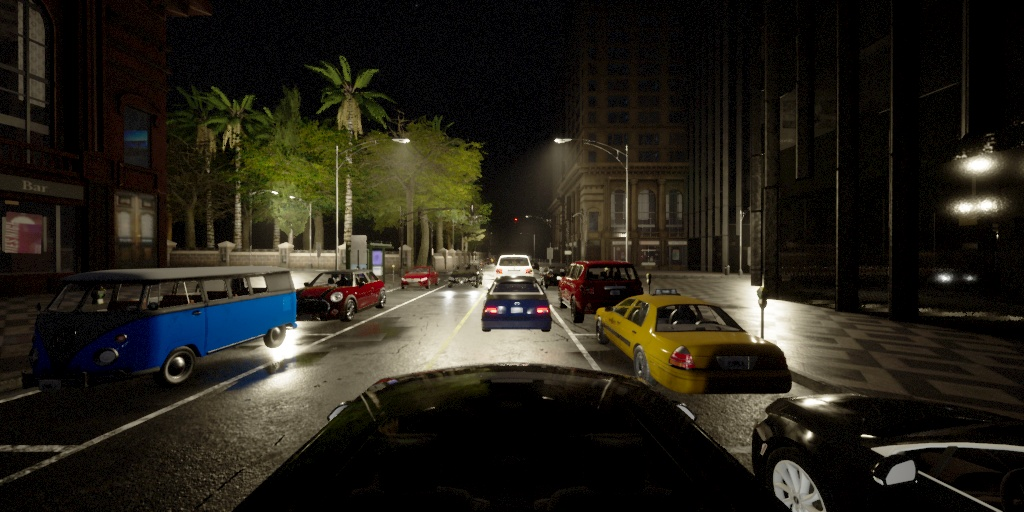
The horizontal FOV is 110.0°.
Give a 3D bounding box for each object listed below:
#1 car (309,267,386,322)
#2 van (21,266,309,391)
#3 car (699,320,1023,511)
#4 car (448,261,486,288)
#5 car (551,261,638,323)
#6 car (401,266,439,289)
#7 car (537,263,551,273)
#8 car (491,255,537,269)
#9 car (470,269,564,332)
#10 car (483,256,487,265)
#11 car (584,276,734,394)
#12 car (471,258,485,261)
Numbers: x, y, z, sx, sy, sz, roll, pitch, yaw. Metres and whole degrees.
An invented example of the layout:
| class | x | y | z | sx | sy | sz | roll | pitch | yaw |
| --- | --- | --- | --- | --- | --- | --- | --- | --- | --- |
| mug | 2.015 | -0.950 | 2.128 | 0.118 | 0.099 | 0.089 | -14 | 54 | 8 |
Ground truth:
| class | x | y | z | sx | sy | sz | roll | pitch | yaw |
| --- | --- | --- | --- | --- | --- | --- | --- | --- | --- |
| car | -5.757 | 1.188 | 11.993 | 1.967 | 1.591 | 4.097 | 0 | 0 | 0 |
| van | -5.760 | 1.090 | 6.566 | 1.690 | 1.789 | 3.998 | 0 | 0 | 0 |
| car | 2.762 | 1.300 | 1.122 | 2.007 | 1.370 | 4.403 | 0 | 0 | 0 |
| car | -2.988 | 1.292 | 23.607 | 1.837 | 1.490 | 4.892 | 0 | 0 | 0 |
| car | 2.768 | 1.063 | 11.972 | 2.192 | 1.841 | 5.009 | 0 | 0 | 0 |
| car | -5.752 | 1.327 | 22.845 | 1.802 | 1.307 | 4.207 | 0 | 0 | 0 |
| car | 2.774 | 1.310 | 22.823 | 1.948 | 1.339 | 4.313 | 0 | 0 | 0 |
| car | 0.111 | 0.968 | 21.365 | 2.150 | 2.045 | 5.566 | 0 | 0 | 0 |
| car | 0.108 | 1.296 | 10.793 | 2.033 | 1.411 | 5.357 | 0 | 0 | 0 |
| car | -5.731 | 1.159 | 60.125 | 1.967 | 1.591 | 4.097 | 0 | 0 | 0 |
| car | 2.765 | 1.275 | 6.717 | 1.751 | 1.417 | 4.829 | 0 | 0 | 0 |
| car | -5.734 | 1.275 | 54.705 | 2.007 | 1.370 | 4.403 | 0 | 0 | 0 |
